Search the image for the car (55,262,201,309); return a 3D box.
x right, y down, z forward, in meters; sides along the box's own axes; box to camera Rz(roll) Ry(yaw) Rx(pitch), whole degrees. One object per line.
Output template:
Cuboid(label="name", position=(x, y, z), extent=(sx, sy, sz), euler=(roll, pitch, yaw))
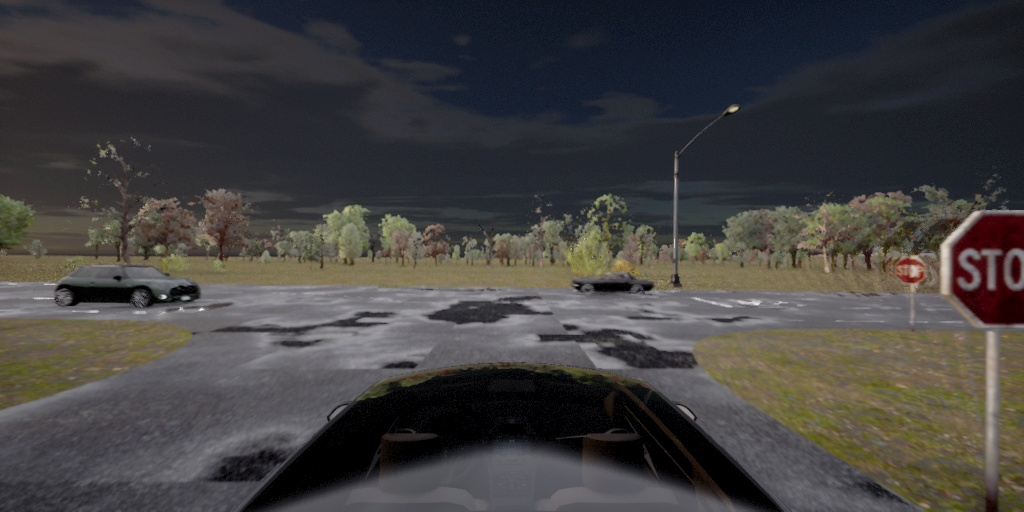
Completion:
Cuboid(label="car", position=(-15.861, 1.150, 15.001), extent=(4.553, 1.767, 2.097), euler=(1, 0, 1))

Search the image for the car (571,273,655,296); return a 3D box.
Cuboid(label="car", position=(5.979, 1.657, 21.784), extent=(4.718, 1.301, 1.895), euler=(1, 0, 1))
